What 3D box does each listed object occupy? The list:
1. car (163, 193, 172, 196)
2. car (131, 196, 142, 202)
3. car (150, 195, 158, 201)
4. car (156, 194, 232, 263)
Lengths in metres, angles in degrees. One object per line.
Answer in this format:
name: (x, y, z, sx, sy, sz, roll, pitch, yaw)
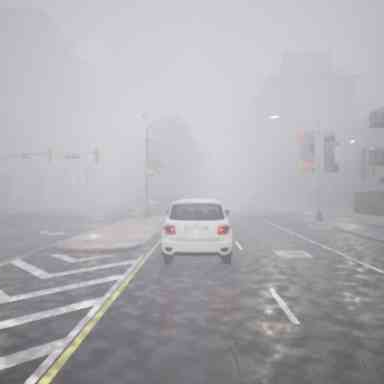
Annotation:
car: (-6.172, 1.329, 86.116, 2.150, 2.045, 5.566, 0, 0, 1)
car: (-13.086, 1.692, 78.765, 1.895, 1.301, 4.718, 0, 0, 1)
car: (-9.670, 1.630, 86.219, 2.128, 1.511, 4.902, 0, 0, 1)
car: (0.217, 1.238, 12.108, 2.150, 2.045, 5.566, 0, 0, 2)
